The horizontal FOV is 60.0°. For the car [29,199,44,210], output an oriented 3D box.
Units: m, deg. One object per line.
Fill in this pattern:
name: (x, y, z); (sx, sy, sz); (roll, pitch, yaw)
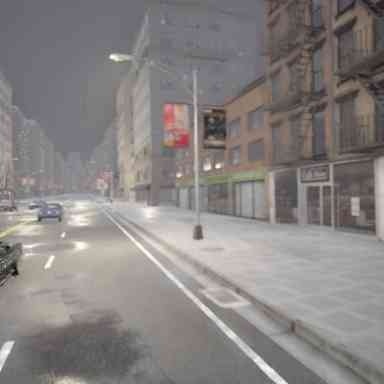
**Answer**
car: (-20.933, 1.712, 45.514); (2.033, 1.411, 5.357); (-1, 0, -17)

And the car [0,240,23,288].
car: (-5.139, 1.658, 7.446); (1.895, 1.301, 4.718); (-1, 0, -18)

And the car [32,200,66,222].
car: (-11.731, 1.639, 27.906); (2.033, 1.411, 5.357); (-1, 0, -18)

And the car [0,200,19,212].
car: (-23.164, 1.737, 41.757); (1.812, 1.442, 4.674); (-1, 0, -17)
